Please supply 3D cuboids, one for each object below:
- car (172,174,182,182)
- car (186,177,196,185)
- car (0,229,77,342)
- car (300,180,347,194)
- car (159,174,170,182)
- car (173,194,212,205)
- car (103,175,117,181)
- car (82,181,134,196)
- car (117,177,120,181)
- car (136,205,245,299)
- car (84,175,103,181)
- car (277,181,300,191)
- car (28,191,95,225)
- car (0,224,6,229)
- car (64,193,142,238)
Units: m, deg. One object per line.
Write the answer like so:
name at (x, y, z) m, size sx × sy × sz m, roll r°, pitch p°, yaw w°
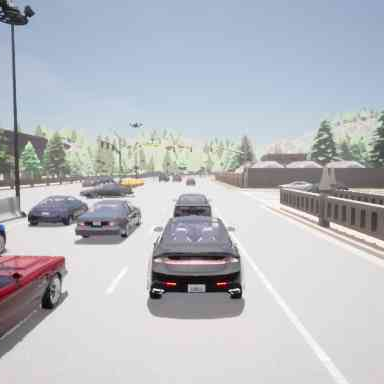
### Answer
car at (-3.940, -3.618, 87.004) m, size 2.150 × 2.045 × 5.566 m, roll 0°, pitch 3°, yaw 0°
car at (-0.254, -2.264, 69.684) m, size 1.812 × 1.442 × 4.674 m, roll 0°, pitch 3°, yaw 0°
car at (-3.419, 1.539, 4.612) m, size 1.895 × 1.301 × 4.718 m, roll 0°, pitch 1°, yaw 0°
car at (15.449, -0.581, 38.713) m, size 4.553 × 1.767 × 2.097 m, roll 0°, pitch 3°, yaw 2°
car at (-7.440, -3.616, 86.986) m, size 2.150 × 2.045 × 5.566 m, roll 0°, pitch 3°, yaw 0°
car at (0.024, 0.814, 17.464) m, size 1.882 × 1.535 × 5.008 m, roll 0°, pitch 3°, yaw -1°
car at (-17.845, -2.515, 68.857) m, size 2.150 × 2.045 × 5.566 m, roll 0°, pitch 3°, yaw 0°
car at (-8.640, -0.090, 33.785) m, size 5.357 × 1.411 × 2.033 m, roll -3°, pitch 4°, yaw -36°
car at (-17.898, -2.821, 78.968) m, size 1.812 × 1.442 × 4.674 m, roll 0°, pitch 3°, yaw 0°
car at (0.067, 1.327, 8.043) m, size 2.128 × 1.511 × 4.902 m, roll 0°, pitch 2°, yaw 0°
car at (-17.858, -1.795, 58.963) m, size 2.097 × 1.767 × 4.553 m, roll 0°, pitch 3°, yaw 0°
car at (13.213, -0.624, 42.313) m, size 4.674 × 1.442 × 1.812 m, roll 0°, pitch 3°, yaw 2°
car at (-6.980, 0.878, 17.804) m, size 1.994 × 1.385 × 4.181 m, roll 0°, pitch 3°, yaw 0°
car at (-6.937, 1.282, 8.831) m, size 1.882 × 1.535 × 5.008 m, roll 0°, pitch 2°, yaw 0°
car at (-3.466, 1.049, 14.626) m, size 2.033 × 1.411 × 5.357 m, roll 0°, pitch 3°, yaw 0°
